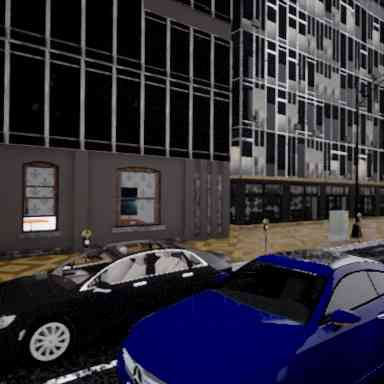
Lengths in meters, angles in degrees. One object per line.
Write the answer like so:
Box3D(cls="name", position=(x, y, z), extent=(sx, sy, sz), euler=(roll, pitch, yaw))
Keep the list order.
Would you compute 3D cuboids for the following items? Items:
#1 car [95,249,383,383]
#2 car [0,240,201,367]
Box3D(cls="car", position=(1.395, 1.541, 4.248), extent=(4.674, 1.442, 1.812), euler=(0, 0, -35))
Box3D(cls="car", position=(-1.202, 1.561, 5.694), extent=(4.403, 1.369, 2.008), euler=(0, 0, -35))
